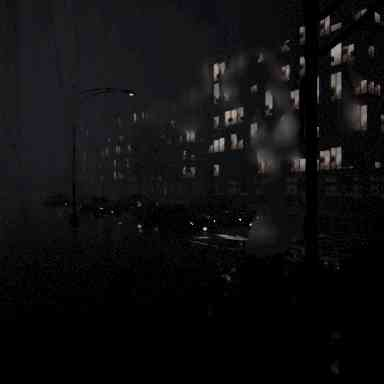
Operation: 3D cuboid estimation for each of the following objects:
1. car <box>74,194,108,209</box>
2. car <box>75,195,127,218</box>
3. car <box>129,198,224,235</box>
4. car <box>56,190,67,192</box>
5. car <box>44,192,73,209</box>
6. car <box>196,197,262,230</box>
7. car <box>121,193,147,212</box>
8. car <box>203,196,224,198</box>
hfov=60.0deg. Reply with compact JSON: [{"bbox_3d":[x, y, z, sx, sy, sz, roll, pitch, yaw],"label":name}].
[{"bbox_3d":[-10.810,0.976,35.360,1.895,1.301,4.718,0,1,-38],"label":"car"},{"bbox_3d":[-7.043,1.092,25.294,1.812,1.442,4.674,0,1,-38],"label":"car"},{"bbox_3d":[-1.030,1.292,17.668,2.033,1.411,5.357,0,1,-38],"label":"car"},{"bbox_3d":[-25.406,0.300,64.824,1.812,1.442,4.674,0,1,-38],"label":"car"},{"bbox_3d":[-13.242,0.947,33.194,1.994,1.385,4.181,0,1,-38],"label":"car"},{"bbox_3d":[1.576,1.289,19.667,2.033,1.411,5.357,0,1,-36],"label":"car"},{"bbox_3d":[-4.613,0.911,27.468,2.097,1.767,4.553,0,1,-38],"label":"car"},{"bbox_3d":[1.627,1.074,30.351,2.128,1.511,4.902,0,1,-38],"label":"car"}]
